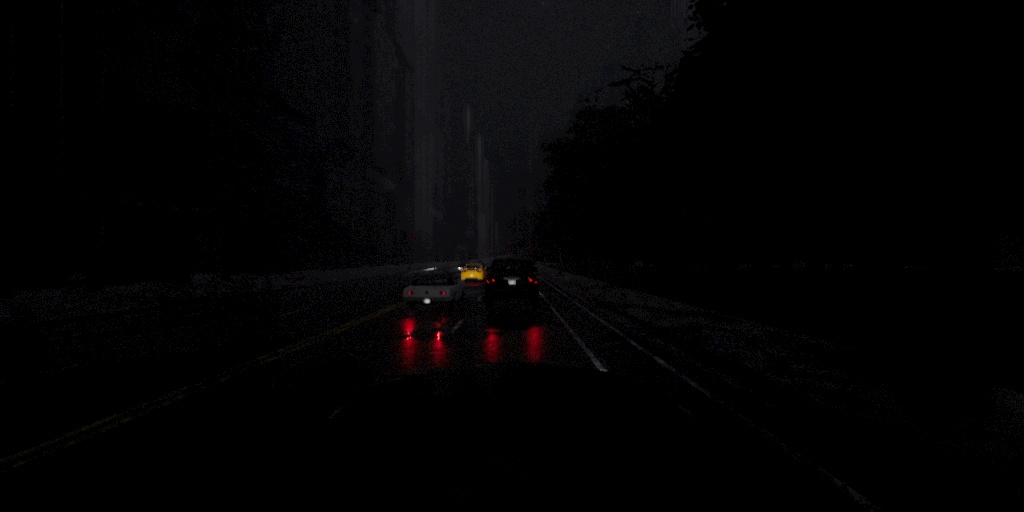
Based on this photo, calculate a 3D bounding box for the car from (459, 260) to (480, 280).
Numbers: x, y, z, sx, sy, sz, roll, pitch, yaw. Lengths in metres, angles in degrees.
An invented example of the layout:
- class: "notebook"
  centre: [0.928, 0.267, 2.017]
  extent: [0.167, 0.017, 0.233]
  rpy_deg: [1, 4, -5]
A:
- class: "car"
  centre: [-3.241, 1.413, 31.327]
  extent: [1.882, 1.535, 5.008]
  rpy_deg: [0, 0, 0]

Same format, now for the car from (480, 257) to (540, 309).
- class: "car"
  centre: [0.003, 1.073, 15.862]
  extent: [2.150, 2.045, 5.566]
  rpy_deg: [0, 0, 0]

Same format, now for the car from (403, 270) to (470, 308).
- class: "car"
  centre: [-3.246, 1.458, 15.955]
  extent: [1.895, 1.301, 4.718]
  rpy_deg: [0, 0, 0]
